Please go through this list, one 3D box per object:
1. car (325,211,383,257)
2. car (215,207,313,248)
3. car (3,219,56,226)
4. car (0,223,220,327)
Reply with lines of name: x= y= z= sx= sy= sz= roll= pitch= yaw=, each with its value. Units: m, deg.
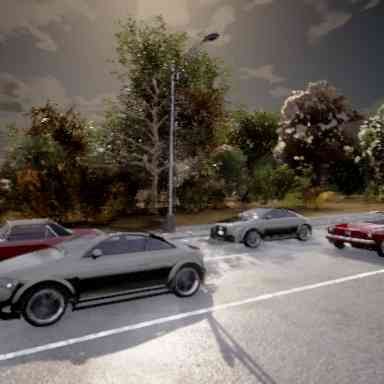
car: x=6.999 y=1.336 z=11.722 sx=4.718 sy=1.301 sz=1.895 roll=-2 pitch=2 yaw=-26
car: x=2.837 y=1.309 z=13.434 sx=4.181 sy=1.385 sz=1.994 roll=-1 pitch=1 yaw=-28
car: x=-4.807 y=1.433 z=9.027 sx=4.718 sy=1.301 sz=1.895 roll=0 pitch=1 yaw=-32
car: x=-1.762 y=1.446 z=6.773 sx=4.181 sy=1.385 sz=1.994 roll=0 pitch=1 yaw=-31
